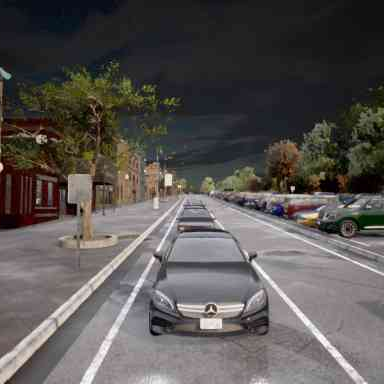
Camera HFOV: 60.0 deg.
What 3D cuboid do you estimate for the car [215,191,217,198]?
[{"bbox_3d":[8.831,1.065,81.521,5.008,1.535,2.097,0,1,0],"label":"car"}]

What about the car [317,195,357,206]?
[{"bbox_3d":[22.312,1.333,51.314,5.366,1.575,1.946,0,1,0],"label":"car"}]

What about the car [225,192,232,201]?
[{"bbox_3d":[8.970,1.280,61.899,4.674,1.452,2.002,0,1,0],"label":"car"}]

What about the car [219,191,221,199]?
[{"bbox_3d":[8.905,0.938,67.503,5.566,2.045,2.435,0,1,0],"label":"car"}]

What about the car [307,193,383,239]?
[{"bbox_3d":[9.255,1.221,17.038,5.566,2.045,2.435,0,0,0],"label":"car"}]

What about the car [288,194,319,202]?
[{"bbox_3d":[21.844,1.209,65.190,5.366,1.575,1.946,0,0,0],"label":"car"}]

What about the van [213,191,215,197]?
[{"bbox_3d":[8.662,0.764,89.927,4.442,1.987,1.878,0,1,0],"label":"van"}]

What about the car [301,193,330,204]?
[{"bbox_3d":[22.099,1.136,59.640,4.553,1.767,2.185,0,1,0],"label":"car"}]

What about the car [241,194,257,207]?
[{"bbox_3d":[9.115,1.409,42.274,4.892,1.521,2.231,0,0,0],"label":"car"}]

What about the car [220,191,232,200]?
[{"bbox_3d":[8.924,0.963,64.700,5.566,2.045,2.435,0,1,0],"label":"car"}]

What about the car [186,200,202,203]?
[{"bbox_3d":[0.225,1.442,29.861,2.128,1.511,4.902,0,0,0],"label":"car"}]

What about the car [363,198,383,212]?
[{"bbox_3d":[22.192,1.469,37.427,4.792,1.488,2.163,0,0,0],"label":"car"}]

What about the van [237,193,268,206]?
[{"bbox_3d":[9.167,1.114,50.685,4.442,1.987,1.878,0,1,0],"label":"van"}]

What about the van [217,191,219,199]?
[{"bbox_3d":[8.739,0.864,78.715,4.442,1.987,1.878,0,1,0],"label":"van"}]

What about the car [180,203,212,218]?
[{"bbox_3d":[0.196,1.532,17.413,2.033,1.411,5.357,0,0,0],"label":"car"}]

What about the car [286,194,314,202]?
[{"bbox_3d":[22.016,1.188,67.967,4.892,1.521,2.231,0,1,0],"label":"car"}]

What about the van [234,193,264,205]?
[{"bbox_3d":[9.147,1.089,53.489,4.442,1.987,1.878,0,1,0],"label":"van"}]

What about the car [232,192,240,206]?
[{"bbox_3d":[9.041,1.113,47.880,5.566,2.045,2.435,0,1,0],"label":"car"}]

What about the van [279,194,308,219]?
[{"bbox_3d":[9.342,1.237,25.449,4.442,1.987,1.878,0,0,0],"label":"van"}]

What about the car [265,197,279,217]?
[{"bbox_3d":[9.200,1.460,28.252,5.008,1.535,2.097,0,0,0],"label":"car"}]

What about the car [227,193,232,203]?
[{"bbox_3d":[9.005,1.291,56.293,4.892,1.521,2.231,0,1,0],"label":"car"}]

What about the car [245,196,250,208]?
[{"bbox_3d":[9.125,1.466,39.472,4.674,1.452,2.002,0,0,0],"label":"car"}]

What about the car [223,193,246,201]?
[{"bbox_3d":[8.883,1.039,70.307,4.553,1.767,2.185,0,1,0],"label":"car"}]

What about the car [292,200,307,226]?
[{"bbox_3d":[9.078,1.466,19.841,5.366,1.575,1.946,0,0,0],"label":"car"}]

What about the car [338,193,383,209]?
[{"bbox_3d":[22.155,1.153,42.983,5.566,2.045,2.435,0,0,0],"label":"car"}]

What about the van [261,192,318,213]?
[{"bbox_3d":[9.069,1.230,31.058,4.442,1.987,1.878,0,0,0],"label":"van"}]

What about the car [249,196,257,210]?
[{"bbox_3d":[9.176,1.470,36.664,4.792,1.488,2.163,0,0,0],"label":"car"}]

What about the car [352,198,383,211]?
[{"bbox_3d":[22.231,1.452,40.211,4.792,1.488,2.163,0,0,0],"label":"car"}]

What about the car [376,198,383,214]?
[{"bbox_3d":[22.426,1.444,34.657,5.366,1.575,1.946,0,0,0],"label":"car"}]

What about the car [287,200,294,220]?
[{"bbox_3d":[9.247,1.506,22.645,4.674,1.452,2.002,0,0,0],"label":"car"}]

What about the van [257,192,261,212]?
[{"bbox_3d":[9.283,1.222,33.861,4.442,1.987,1.878,0,0,0],"label":"van"}]

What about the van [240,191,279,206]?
[{"bbox_3d":[9.205,1.163,45.081,4.442,1.987,1.878,0,0,0],"label":"van"}]

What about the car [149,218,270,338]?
[{"bbox_3d":[0.254,1.524,6.834,1.812,1.442,4.674,0,0,0],"label":"car"}]
